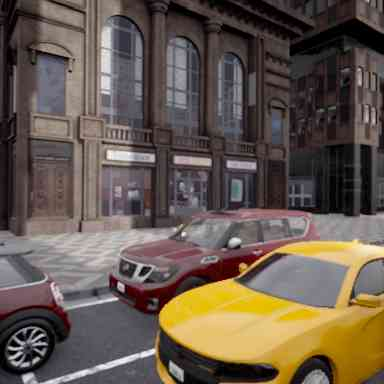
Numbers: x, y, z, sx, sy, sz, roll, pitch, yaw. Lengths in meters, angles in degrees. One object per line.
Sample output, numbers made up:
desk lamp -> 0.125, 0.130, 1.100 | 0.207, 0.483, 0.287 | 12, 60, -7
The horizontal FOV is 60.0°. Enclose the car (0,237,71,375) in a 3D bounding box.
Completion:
car -> -3.745, 1.436, 3.974 | 4.097, 1.590, 1.967 | 0, 0, -35

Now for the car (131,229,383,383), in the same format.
car -> 1.881, 1.499, 4.717 | 5.008, 1.535, 1.882 | 0, 0, -35

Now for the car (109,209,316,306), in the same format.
car -> 0.818, 1.339, 7.224 | 5.009, 1.841, 2.192 | 0, 0, -35
